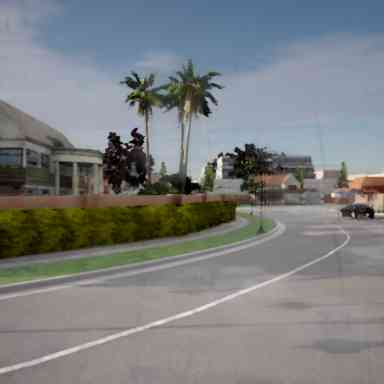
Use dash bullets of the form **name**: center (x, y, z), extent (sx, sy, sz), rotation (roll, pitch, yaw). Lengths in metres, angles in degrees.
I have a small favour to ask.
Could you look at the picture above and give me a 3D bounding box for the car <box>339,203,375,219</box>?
- **car**: center (16.552, 1.911, 33.595), extent (1.837, 1.490, 4.892), rotation (0, -1, 2)
